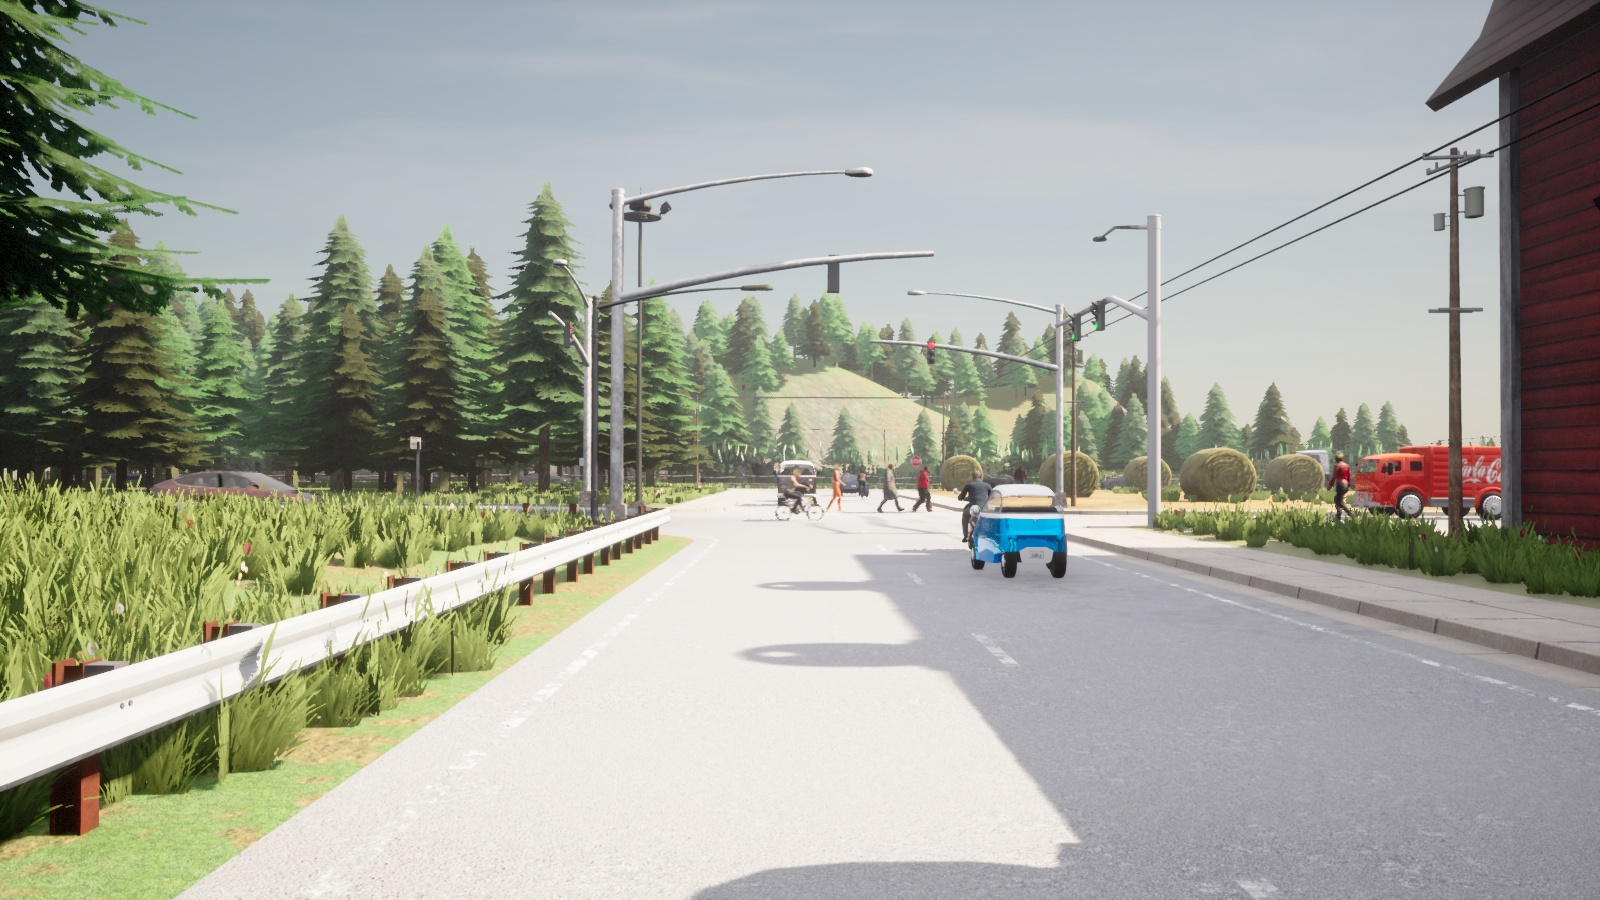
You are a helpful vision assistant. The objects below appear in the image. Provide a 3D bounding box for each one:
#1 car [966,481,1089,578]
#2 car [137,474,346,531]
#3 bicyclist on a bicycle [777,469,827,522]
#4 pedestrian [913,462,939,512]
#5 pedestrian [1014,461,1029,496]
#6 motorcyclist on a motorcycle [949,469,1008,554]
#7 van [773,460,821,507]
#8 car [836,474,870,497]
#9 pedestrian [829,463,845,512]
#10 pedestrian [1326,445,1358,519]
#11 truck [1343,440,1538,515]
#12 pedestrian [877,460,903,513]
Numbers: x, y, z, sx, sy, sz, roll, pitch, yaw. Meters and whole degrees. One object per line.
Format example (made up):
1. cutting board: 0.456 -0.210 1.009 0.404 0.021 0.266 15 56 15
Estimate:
1. car: 3.451 1.180 19.367 1.481 1.376 2.207 0 -1 0
2. car: -15.316 1.429 34.632 4.792 1.488 2.163 0 -1 1
3. bicyclist on a bicycle: 0.045 1.385 38.454 1.509 1.612 0.866 0 -1 -1
4. pedestrian: 4.722 1.373 47.079 0.899 1.844 0.634 0 -1 11
5. pedestrian: 11.855 1.527 67.131 0.634 1.844 0.899 -1 -1 19
6. motorcyclist on a motorcycle: 3.437 1.163 24.369 0.866 1.590 1.817 0 -1 0
7. van: -0.145 1.484 56.435 2.069 2.038 4.480 0 -1 0
8. car: 3.299 2.186 78.850 1.994 1.385 4.181 0 -1 0
9. pedestrian: 1.398 1.392 47.259 0.594 1.836 0.345 0 -1 -1
10. pedestrian: 13.594 0.801 31.500 0.331 1.846 0.636 0 -1 -26
11. truck: 21.541 0.921 42.414 5.204 2.467 2.627 0 -1 -1
12. pedestrian: 3.340 1.356 46.514 0.873 1.952 0.659 0 -1 -3
